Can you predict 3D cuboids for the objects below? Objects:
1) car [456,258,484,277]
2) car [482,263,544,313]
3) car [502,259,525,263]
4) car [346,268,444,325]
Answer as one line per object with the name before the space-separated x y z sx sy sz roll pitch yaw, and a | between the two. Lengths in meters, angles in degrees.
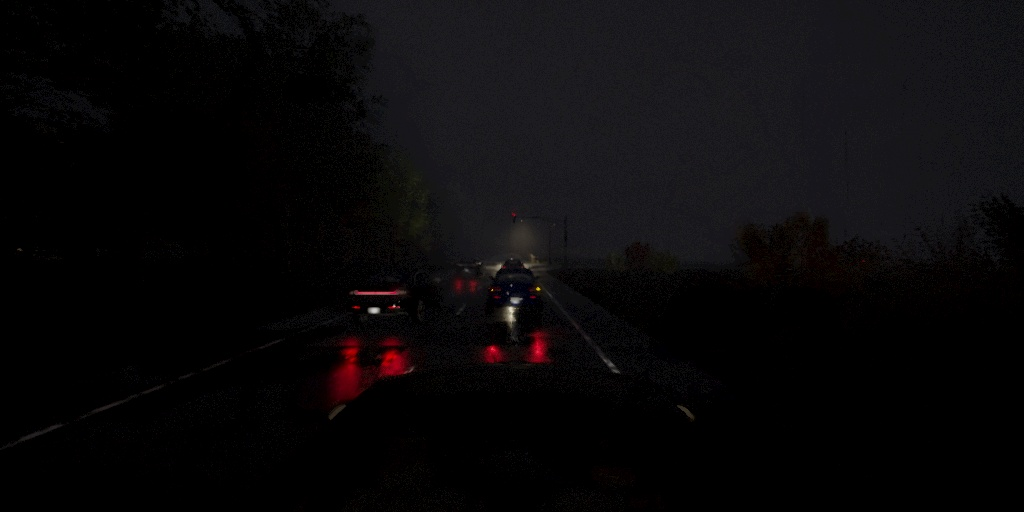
car | -3.399 0.870 29.411 2.128 1.511 4.902 0 1 0
car | 0.098 1.127 12.951 1.812 1.442 4.674 0 0 0
car | 0.101 0.945 29.106 1.994 1.385 4.181 0 1 0
car | -3.404 1.113 11.279 2.128 1.511 4.902 0 1 0
